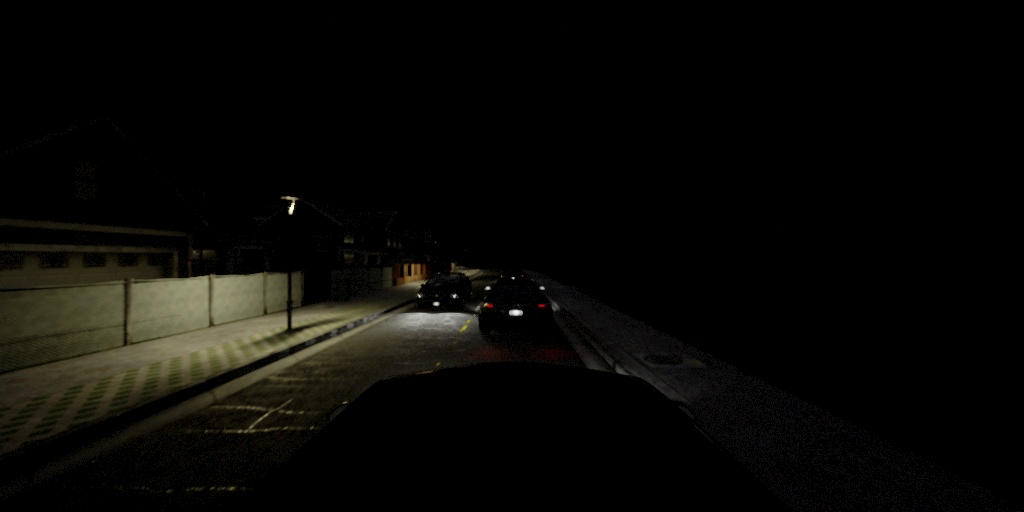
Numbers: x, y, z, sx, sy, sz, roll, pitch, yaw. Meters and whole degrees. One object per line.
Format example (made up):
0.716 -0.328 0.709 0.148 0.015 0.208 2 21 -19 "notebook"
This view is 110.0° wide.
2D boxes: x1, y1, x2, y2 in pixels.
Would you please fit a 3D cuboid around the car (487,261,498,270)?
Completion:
-3.098 1.467 56.609 2.033 1.411 5.357 0 -1 -4 "car"

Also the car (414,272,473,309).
-2.852 1.447 16.178 2.033 1.411 5.357 0 -1 0 "car"

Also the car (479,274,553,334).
0.099 1.411 11.007 1.994 1.385 4.181 0 -1 0 "car"

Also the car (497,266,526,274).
0.096 1.580 27.415 1.994 1.385 4.181 0 0 0 "car"
